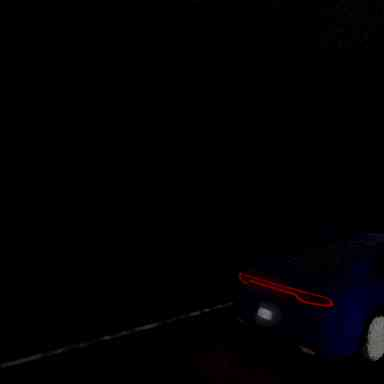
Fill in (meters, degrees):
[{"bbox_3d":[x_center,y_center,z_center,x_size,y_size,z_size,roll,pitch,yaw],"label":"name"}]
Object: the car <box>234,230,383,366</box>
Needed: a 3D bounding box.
[{"bbox_3d":[2.989,1.415,5.789,5.008,1.535,1.882,-1,1,-35],"label":"car"}]
